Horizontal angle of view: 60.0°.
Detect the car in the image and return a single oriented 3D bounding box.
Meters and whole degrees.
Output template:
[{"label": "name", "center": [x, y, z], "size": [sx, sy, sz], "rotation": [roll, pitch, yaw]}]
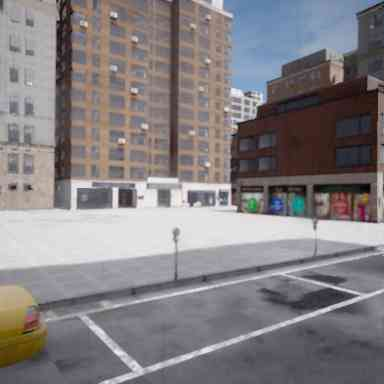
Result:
[{"label": "car", "center": [-4.089, 1.510, 3.272], "size": [4.829, 1.417, 1.752], "rotation": [1, 0, -35]}]
